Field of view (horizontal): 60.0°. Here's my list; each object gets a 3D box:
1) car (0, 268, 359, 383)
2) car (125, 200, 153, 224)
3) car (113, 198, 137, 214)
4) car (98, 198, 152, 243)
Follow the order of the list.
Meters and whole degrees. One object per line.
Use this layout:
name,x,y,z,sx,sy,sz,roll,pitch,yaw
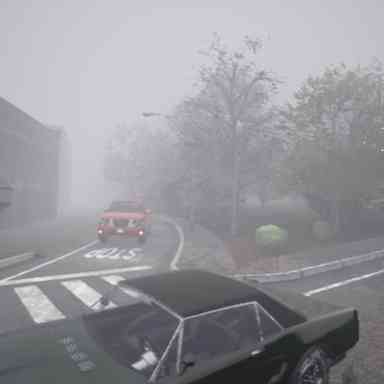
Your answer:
car,-0.360,1.637,3.441,4.718,1.301,1.895,0,0,-35
car,-4.514,1.601,27.779,2.097,1.767,4.553,2,-1,-12
car,-8.266,1.730,40.775,2.097,1.767,4.553,3,-2,-22
car,-3.312,1.393,17.526,2.150,2.045,5.566,2,0,-3
